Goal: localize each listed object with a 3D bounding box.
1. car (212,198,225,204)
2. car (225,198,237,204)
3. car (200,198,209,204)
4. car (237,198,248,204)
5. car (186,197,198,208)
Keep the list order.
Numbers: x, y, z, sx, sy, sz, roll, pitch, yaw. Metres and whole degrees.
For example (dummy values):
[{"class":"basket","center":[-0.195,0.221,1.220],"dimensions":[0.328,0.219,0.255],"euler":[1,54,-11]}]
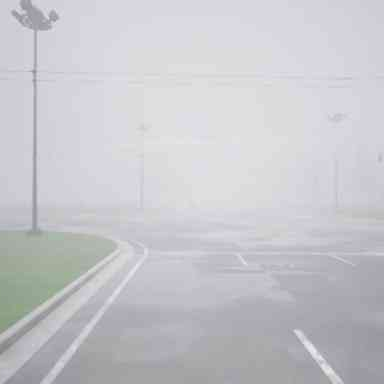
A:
[{"class":"car","center":[7.027,2.482,90.676],"dimensions":[2.033,1.411,5.357],"euler":[0,-1,0]},{"class":"car","center":[10.526,2.467,90.866],"dimensions":[1.812,1.442,4.674],"euler":[0,-1,0]},{"class":"car","center":[3.527,2.501,91.313],"dimensions":[1.994,1.385,4.181],"euler":[0,-1,0]},{"class":"car","center":[14.026,2.480,90.598],"dimensions":[2.033,1.411,5.357],"euler":[0,-1,0]},{"class":"car","center":[0.018,2.111,60.913],"dimensions":[1.882,1.535,5.008],"euler":[0,-1,0]}]
